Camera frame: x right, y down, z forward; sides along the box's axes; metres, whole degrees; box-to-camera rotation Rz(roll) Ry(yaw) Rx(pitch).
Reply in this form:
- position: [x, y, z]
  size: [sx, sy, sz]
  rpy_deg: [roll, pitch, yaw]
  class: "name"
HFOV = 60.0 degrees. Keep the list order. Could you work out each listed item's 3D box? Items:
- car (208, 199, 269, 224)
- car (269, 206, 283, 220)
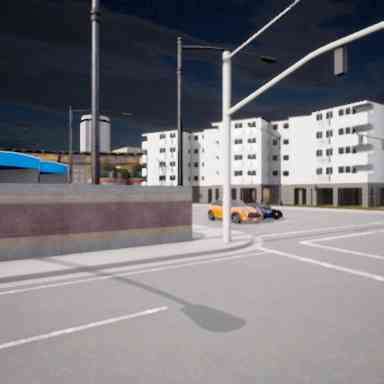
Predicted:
- position: [3.161, 1.355, 25.001]
  size: [2.097, 1.767, 4.553]
  rpy_deg: [0, 0, -33]
  class: "car"
- position: [5.484, 1.567, 27.761]
  size: [1.994, 1.385, 4.181]
  rpy_deg: [0, 0, -35]
  class: "car"
